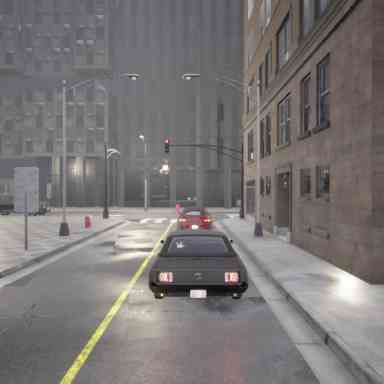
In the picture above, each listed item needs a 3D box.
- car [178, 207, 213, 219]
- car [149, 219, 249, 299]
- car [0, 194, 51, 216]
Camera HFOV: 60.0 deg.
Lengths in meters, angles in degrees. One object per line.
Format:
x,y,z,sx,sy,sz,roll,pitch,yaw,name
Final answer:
0.172,1.525,18.392,1.812,1.442,4.674,0,0,1,car
0.121,1.600,8.382,1.895,1.301,4.718,0,0,0,car
-15.812,1.197,30.135,5.566,2.045,2.150,0,0,0,car
